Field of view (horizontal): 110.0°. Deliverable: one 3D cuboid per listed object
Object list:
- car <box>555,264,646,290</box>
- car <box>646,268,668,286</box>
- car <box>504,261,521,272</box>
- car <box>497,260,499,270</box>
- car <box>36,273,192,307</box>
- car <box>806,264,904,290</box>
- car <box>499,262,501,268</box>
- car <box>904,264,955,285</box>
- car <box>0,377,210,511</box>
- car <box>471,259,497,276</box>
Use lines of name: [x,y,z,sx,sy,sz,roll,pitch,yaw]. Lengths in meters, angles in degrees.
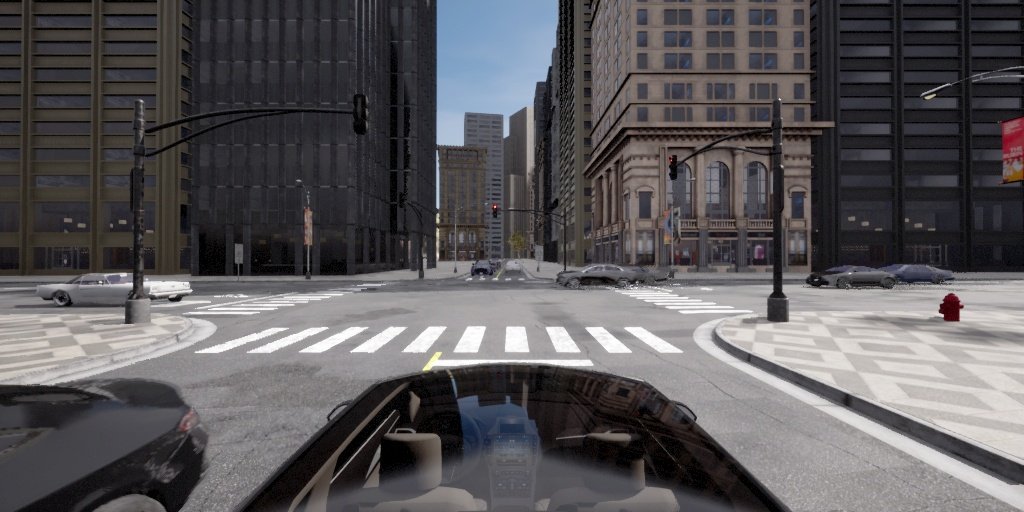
car: [5.092,1.231,21.702,4.902,1.511,2.128,0,0,0]
car: [7.909,1.305,24.954,5.357,1.411,2.033,0,0,0]
car: [0.121,1.340,46.532,1.812,1.442,4.674,0,0,0]
car: [-3.056,1.378,46.386,1.994,1.385,4.181,0,0,0]
car: [-16.375,1.366,14.983,4.718,1.301,1.895,0,0,0]
car: [20.422,1.263,21.714,4.181,1.385,1.994,0,0,0]
car: [-3.052,1.401,55.417,1.994,1.385,4.181,0,0,0]
car: [27.312,1.255,24.966,5.357,1.411,2.033,0,0,0]
car: [-3.024,1.276,0.594,1.812,1.442,4.674,0,0,1]
car: [-3.046,1.146,37.614,2.097,1.767,4.553,0,0,0]
